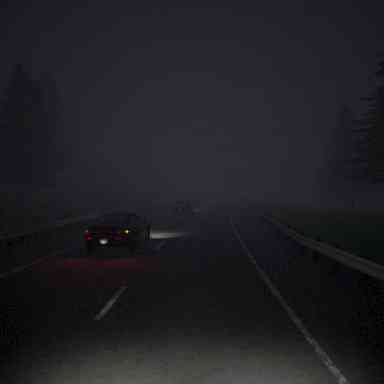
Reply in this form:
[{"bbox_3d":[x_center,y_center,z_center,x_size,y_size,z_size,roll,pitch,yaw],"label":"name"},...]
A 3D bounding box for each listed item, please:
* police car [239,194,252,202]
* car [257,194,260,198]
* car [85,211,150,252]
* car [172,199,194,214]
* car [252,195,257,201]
[{"bbox_3d":[11.909,1.471,75.957,1.930,1.638,5.238,0,0,16],"label":"police car"},{"bbox_3d":[16.602,1.562,90.768,1.837,1.490,4.892,0,0,19],"label":"car"},{"bbox_3d":[-2.948,1.530,13.834,1.812,1.442,4.674,0,0,3],"label":"car"},{"bbox_3d":[-0.880,1.508,36.059,2.128,1.511,4.902,0,0,7],"label":"car"},{"bbox_3d":[14.724,1.404,85.177,2.097,1.767,4.553,0,0,18],"label":"car"}]
